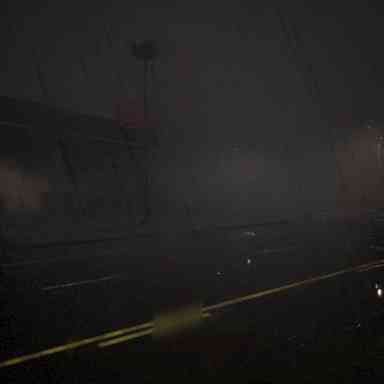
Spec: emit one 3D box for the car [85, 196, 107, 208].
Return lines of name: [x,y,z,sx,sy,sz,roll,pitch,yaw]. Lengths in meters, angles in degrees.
car: [-14.490,1.476,50.050,2.242,1.667,4.611,-1,0,-36]

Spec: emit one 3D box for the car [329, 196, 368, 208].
car: [20.508,1.320,43.741,2.128,1.511,4.902,-1,0,-32]
